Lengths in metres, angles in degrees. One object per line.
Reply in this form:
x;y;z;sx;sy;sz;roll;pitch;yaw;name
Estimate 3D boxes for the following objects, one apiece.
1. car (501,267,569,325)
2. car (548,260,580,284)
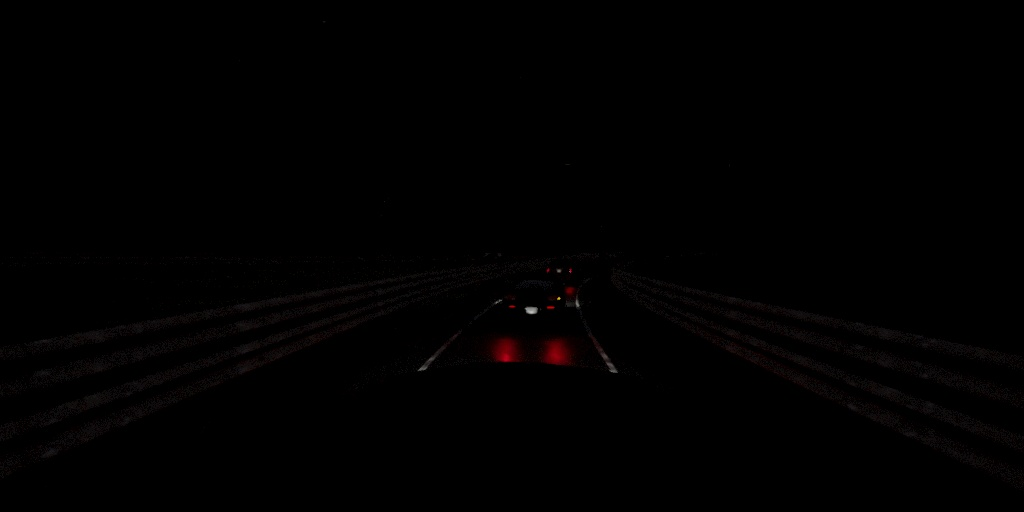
0.783;1.257;11.706;1.812;1.442;4.674;1;0;7;car
3.830;1.061;26.684;2.097;1.767;4.553;1;0;16;car
